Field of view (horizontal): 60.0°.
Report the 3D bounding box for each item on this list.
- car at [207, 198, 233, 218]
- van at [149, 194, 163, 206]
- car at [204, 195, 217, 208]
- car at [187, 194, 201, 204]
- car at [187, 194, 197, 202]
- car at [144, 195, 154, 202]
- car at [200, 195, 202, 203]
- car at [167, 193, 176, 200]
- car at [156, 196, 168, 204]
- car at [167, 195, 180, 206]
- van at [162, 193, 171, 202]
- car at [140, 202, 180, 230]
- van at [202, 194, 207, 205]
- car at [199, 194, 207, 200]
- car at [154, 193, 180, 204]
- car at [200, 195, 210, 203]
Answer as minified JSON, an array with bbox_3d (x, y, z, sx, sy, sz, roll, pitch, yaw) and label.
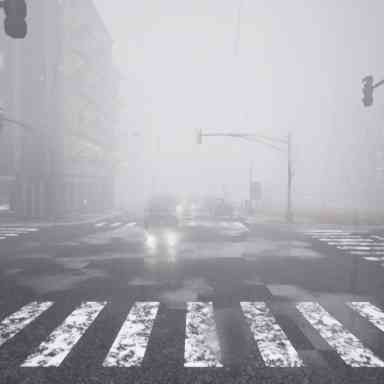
[{"bbox_3d":[2.672,1.522,29.951,1.887,1.381,4.507,-1,0,0],"label":"car"},{"bbox_3d":[-5.659,1.286,52.508,1.690,1.788,3.998,-1,0,0],"label":"van"},{"bbox_3d":[2.676,1.410,35.597,1.967,1.590,4.097,-1,0,0],"label":"car"},{"bbox_3d":[0.153,1.479,60.352,2.033,1.411,5.357,0,0,0],"label":"car"},{"bbox_3d":[0.089,1.264,70.979,2.097,1.767,4.553,0,0,0],"label":"car"},{"bbox_3d":[-5.660,1.520,46.863,1.947,1.339,4.313,-1,0,0],"label":"car"},{"bbox_3d":[2.691,1.490,52.535,1.887,1.381,4.507,-1,0,0],"label":"car"},{"bbox_3d":[-5.625,1.173,92.032,2.192,1.841,5.009,-1,0,0],"label":"car"},{"bbox_3d":[-5.646,1.470,63.800,1.887,1.381,4.507,-1,0,0],"label":"car"},{"bbox_3d":[-3.028,1.418,55.708,1.882,1.535,5.008,0,1,0],"label":"car"},{"bbox_3d":[-5.639,1.242,75.094,1.690,1.788,3.998,-1,0,0],"label":"van"},{"bbox_3d":[-2.194,1.552,21.088,1.994,1.385,4.181,0,0,-14],"label":"car"},{"bbox_3d":[2.684,1.295,46.889,1.690,1.788,3.998,-1,0,0],"label":"van"},{"bbox_3d":[2.756,1.313,86.409,1.967,1.590,4.097,-1,0,0],"label":"car"},{"bbox_3d":[-3.062,1.187,41.401,2.150,2.045,5.566,0,0,0],"label":"car"},{"bbox_3d":[2.711,1.353,69.472,1.967,1.590,4.097,-1,0,0],"label":"car"}]
